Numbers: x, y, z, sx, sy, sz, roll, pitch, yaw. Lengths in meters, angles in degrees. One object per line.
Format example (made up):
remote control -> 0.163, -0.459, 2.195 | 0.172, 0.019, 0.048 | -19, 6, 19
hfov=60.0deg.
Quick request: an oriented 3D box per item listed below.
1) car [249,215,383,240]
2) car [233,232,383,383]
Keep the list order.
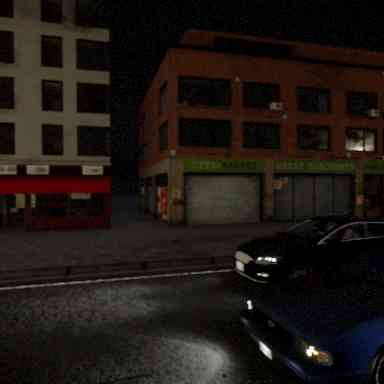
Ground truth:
car -> 3.429, 1.344, 8.030 | 4.902, 1.511, 2.128 | -1, 1, -15
car -> 3.433, 1.448, 4.663 | 5.357, 1.411, 2.033 | -1, 1, -16
